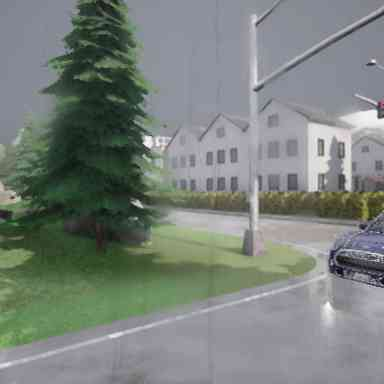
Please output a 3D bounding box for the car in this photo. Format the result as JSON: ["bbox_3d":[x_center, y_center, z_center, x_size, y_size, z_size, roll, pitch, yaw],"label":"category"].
[{"bbox_3d":[5.524,1.229,8.396,4.553,1.767,2.097,-1,1,-33],"label":"car"}]
